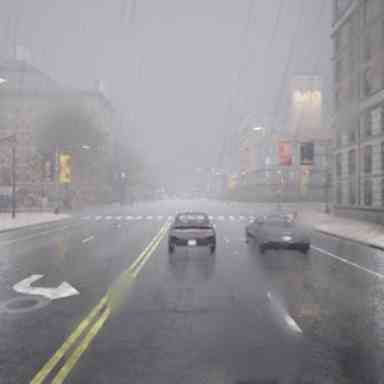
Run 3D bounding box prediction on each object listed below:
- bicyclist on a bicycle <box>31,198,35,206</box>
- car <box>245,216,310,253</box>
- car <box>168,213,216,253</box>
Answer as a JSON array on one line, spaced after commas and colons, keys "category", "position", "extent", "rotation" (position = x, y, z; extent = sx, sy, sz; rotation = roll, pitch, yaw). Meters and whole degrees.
[{"category": "bicyclist on a bicycle", "position": [-31.492, 1.917, 66.005], "extent": [0.582, 1.620, 1.656], "rotation": [0, 0, 0]}, {"category": "car", "position": [3.502, 1.698, 14.287], "extent": [1.994, 1.385, 4.181], "rotation": [0, 0, 0]}, {"category": "car", "position": [0.002, 1.627, 14.297], "extent": [2.128, 1.511, 4.902], "rotation": [0, 0, 0]}]
